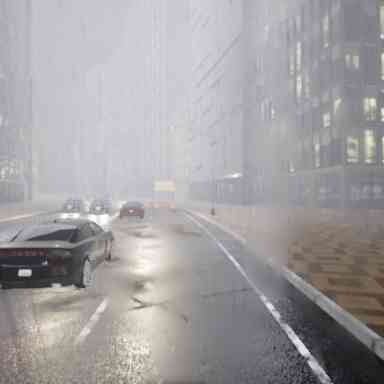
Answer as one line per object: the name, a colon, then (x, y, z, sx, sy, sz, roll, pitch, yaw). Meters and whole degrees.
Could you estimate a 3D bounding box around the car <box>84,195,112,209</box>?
car: (-9.334, 1.379, 34.183, 2.128, 1.511, 4.902, 0, 0, -9)

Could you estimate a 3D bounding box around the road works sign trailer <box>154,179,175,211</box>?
road works sign trailer: (-3.225, 0.346, 38.497, 2.380, 3.560, 2.880, 0, 0, -11)

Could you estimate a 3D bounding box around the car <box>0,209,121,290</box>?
car: (-3.429, 1.450, 9.106, 1.882, 1.535, 5.008, 0, 0, -2)

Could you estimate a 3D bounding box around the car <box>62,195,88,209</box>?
car: (-13.039, 1.365, 36.798, 2.128, 1.511, 4.902, 0, 0, -9)

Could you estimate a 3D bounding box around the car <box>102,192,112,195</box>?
car: (-19.099, 0.929, 74.668, 2.097, 1.767, 4.553, 0, 0, -18)

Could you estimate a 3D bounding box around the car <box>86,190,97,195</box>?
car: (-23.077, 0.584, 76.227, 2.150, 2.045, 5.566, 0, 0, -20)

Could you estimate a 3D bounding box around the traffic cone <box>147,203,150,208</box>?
traffic cone: (-5.878, 1.815, 45.124, 0.340, 0.580, 0.340, 0, 0, -11)

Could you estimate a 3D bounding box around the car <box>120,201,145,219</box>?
car: (-5.061, 1.474, 28.381, 1.994, 1.385, 4.181, 0, 0, -7)
